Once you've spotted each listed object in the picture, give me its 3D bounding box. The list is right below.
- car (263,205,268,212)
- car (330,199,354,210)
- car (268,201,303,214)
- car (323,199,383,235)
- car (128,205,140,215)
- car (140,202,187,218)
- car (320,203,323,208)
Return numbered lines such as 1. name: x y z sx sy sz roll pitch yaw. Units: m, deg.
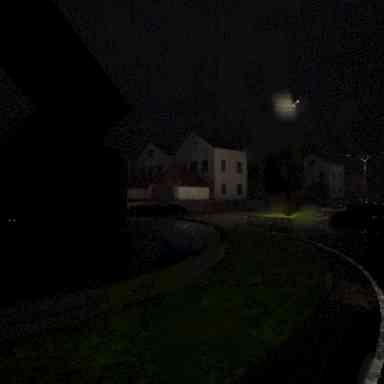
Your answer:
1. car: 12.250 2.003 46.561 5.357 1.411 2.033 0 -1 -40
2. car: 23.694 1.963 52.470 4.892 1.490 1.837 0 0 -44
3. car: 12.178 1.933 42.154 4.674 1.442 1.812 0 -1 -38
4. car: 10.433 1.527 20.397 2.097 1.767 4.553 0 -1 -9
5. car: -5.039 1.947 38.270 4.902 1.511 2.128 0 0 -4
6. car: -2.827 1.933 34.991 4.674 1.442 1.812 0 0 -11
7. car: 24.118 2.117 57.708 4.718 1.301 1.895 0 -1 -44
